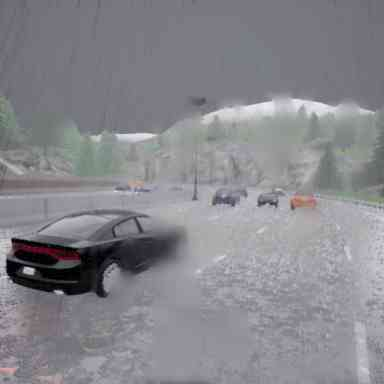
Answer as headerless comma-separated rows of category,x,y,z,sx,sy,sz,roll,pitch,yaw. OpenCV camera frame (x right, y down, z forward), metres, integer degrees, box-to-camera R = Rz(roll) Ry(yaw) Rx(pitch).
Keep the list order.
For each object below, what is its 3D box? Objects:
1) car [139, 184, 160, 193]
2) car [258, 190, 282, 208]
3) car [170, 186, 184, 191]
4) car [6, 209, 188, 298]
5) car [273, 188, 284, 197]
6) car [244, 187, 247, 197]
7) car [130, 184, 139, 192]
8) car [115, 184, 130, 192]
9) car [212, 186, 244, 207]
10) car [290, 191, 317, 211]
car,-6.543,-0.464,53.829,1.882,1.535,5.008,2,2,9
car,7.493,0.766,32.544,1.895,1.301,4.718,2,2,14
car,-2.554,-0.323,57.041,1.895,1.301,4.718,2,2,7
car,-1.751,1.153,7.919,1.882,1.535,5.008,3,2,24
car,15.523,0.038,60.449,1.812,1.442,4.674,2,2,4
car,7.981,-0.182,54.785,2.097,1.767,4.553,2,2,6
car,-9.181,-0.762,61.111,2.128,1.511,4.902,2,2,6
car,-12.610,-0.831,61.701,2.033,1.411,5.357,2,2,6
car,3.371,0.416,31.809,2.097,1.767,4.553,2,2,15
car,10.161,0.664,30.454,2.097,1.767,4.553,2,2,15
